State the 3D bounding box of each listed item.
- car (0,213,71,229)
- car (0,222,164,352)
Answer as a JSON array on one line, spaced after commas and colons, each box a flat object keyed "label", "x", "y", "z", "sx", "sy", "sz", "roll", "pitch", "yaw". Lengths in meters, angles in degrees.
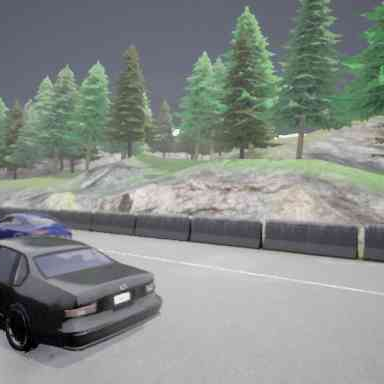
[{"label": "car", "x": -6.528, "y": 1.530, "z": 12.948, "sx": 4.674, "sy": 1.442, "sz": 1.812, "roll": 0, "pitch": 0, "yaw": 36}, {"label": "car", "x": -3.031, "y": 1.549, "z": 6.162, "sx": 5.357, "sy": 1.411, "sz": 2.033, "roll": 0, "pitch": 0, "yaw": 35}]
